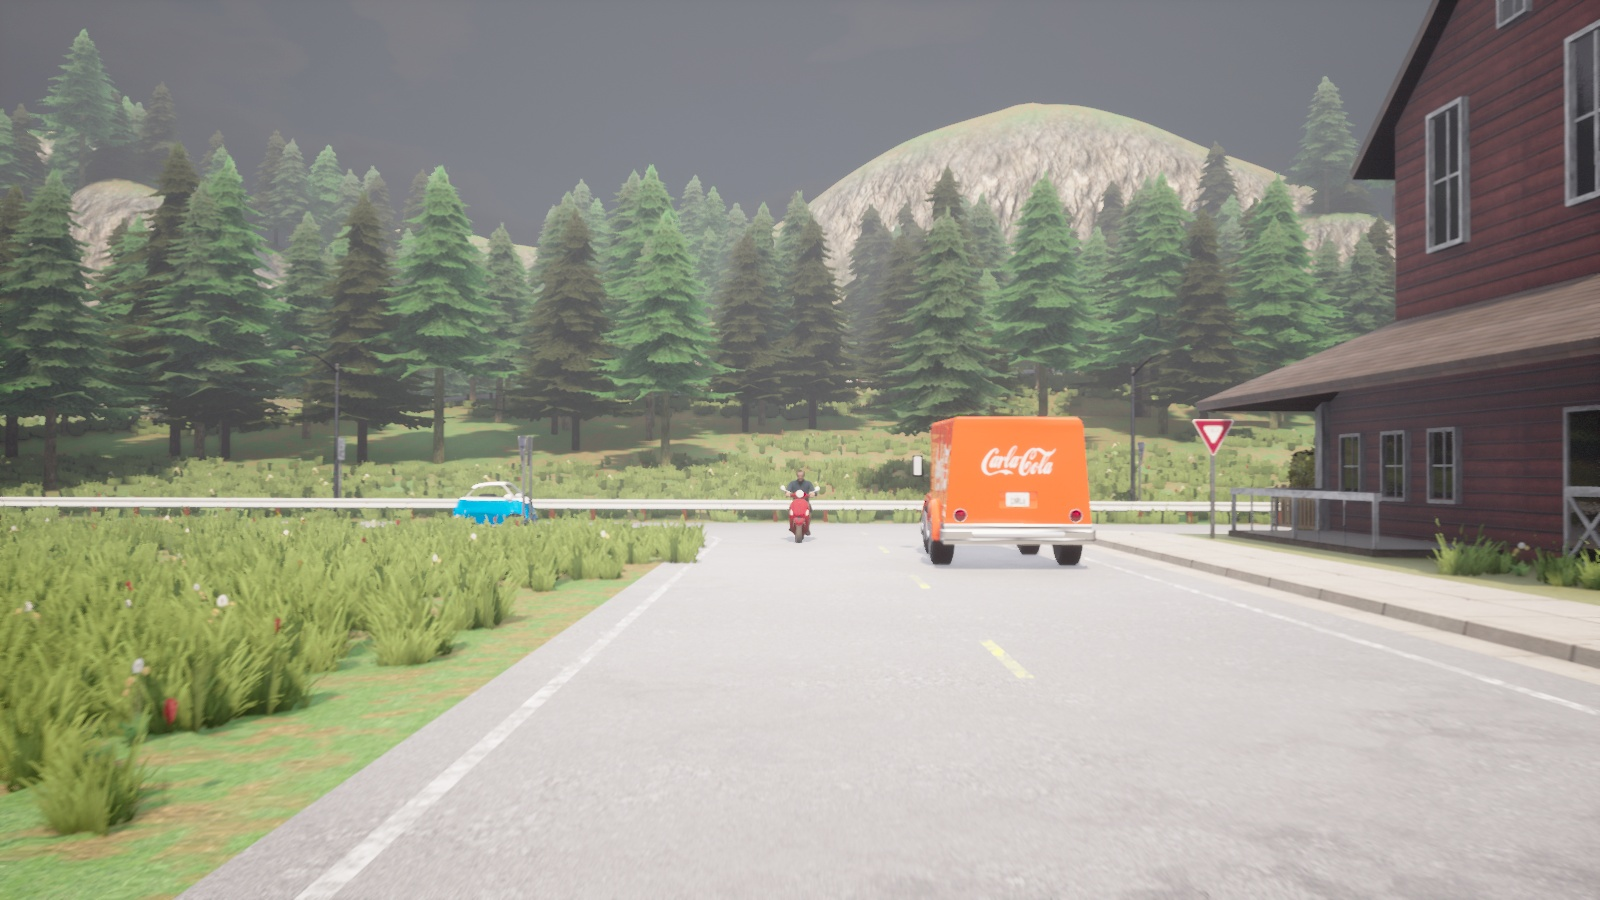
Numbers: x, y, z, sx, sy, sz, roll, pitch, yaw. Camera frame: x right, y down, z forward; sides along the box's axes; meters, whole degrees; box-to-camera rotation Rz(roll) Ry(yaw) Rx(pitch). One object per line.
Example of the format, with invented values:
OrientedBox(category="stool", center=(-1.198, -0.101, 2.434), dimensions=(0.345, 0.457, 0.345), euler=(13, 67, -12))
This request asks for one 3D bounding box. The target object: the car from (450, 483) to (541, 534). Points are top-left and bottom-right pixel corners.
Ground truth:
OrientedBox(category="car", center=(-8.529, 1.635, 35.308), dimensions=(2.207, 1.376, 1.481), euler=(-1, -1, 0))

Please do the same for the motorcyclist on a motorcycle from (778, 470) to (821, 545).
OrientedBox(category="motorcyclist on a motorcycle", center=(0.006, 1.230, 27.592), dimensions=(0.866, 1.590, 1.817), euler=(0, -1, 2))

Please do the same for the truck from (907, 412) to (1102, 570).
OrientedBox(category="truck", center=(3.441, 0.689, 22.392), dimensions=(2.627, 2.467, 5.204), euler=(0, -1, 0))
